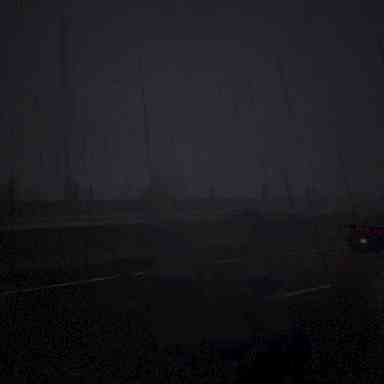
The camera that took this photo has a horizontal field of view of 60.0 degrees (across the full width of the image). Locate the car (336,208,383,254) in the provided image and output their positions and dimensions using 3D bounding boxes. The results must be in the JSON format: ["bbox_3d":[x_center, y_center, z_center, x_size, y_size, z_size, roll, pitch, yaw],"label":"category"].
[{"bbox_3d":[7.915,1.477,12.221,5.008,1.535,1.882,0,0,-27],"label":"car"}]

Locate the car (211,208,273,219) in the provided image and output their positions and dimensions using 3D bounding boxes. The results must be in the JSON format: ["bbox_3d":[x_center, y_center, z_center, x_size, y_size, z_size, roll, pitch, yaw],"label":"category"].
[{"bbox_3d":[2.703,1.564,17.580,4.181,1.385,1.994,0,0,-28],"label":"car"}]

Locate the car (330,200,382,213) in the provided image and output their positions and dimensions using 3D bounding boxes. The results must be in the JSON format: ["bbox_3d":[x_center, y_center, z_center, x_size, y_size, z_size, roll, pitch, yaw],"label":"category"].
[{"bbox_3d":[15.116,1.478,30.586,5.008,1.535,1.882,0,0,-19],"label":"car"}]
